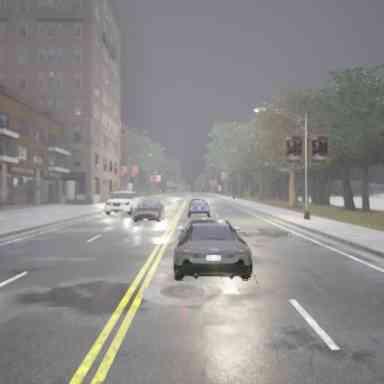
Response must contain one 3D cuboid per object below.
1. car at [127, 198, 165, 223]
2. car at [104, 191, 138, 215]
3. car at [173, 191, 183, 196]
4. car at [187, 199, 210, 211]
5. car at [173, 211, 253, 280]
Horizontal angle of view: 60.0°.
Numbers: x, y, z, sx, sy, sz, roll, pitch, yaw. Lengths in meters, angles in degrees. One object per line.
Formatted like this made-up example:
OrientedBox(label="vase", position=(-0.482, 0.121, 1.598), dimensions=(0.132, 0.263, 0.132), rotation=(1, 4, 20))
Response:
OrientedBox(label="car", position=(-2.908, 1.331, 23.482), dimensions=(2.033, 1.411, 5.357), rotation=(0, 1, 0))
OrientedBox(label="car", position=(-6.139, 0.937, 29.742), dimensions=(2.150, 2.045, 5.566), rotation=(0, 0, 0))
OrientedBox(label="car", position=(-2.711, 0.453, 63.990), dimensions=(1.812, 1.442, 4.674), rotation=(0, 1, 0))
OrientedBox(label="car", position=(0.548, 1.282, 28.335), dimensions=(2.033, 1.411, 5.357), rotation=(0, 1, 0))
OrientedBox(label="car", position=(0.510, 1.483, 9.730), dimensions=(1.994, 1.385, 4.181), rotation=(0, 0, 0))
